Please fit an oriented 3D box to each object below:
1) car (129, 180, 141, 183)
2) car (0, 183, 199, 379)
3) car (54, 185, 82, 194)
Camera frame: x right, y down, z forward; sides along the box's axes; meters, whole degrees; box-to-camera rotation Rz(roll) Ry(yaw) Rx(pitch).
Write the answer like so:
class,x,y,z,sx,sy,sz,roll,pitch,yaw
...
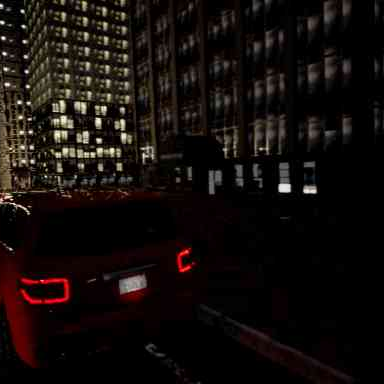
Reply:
class,x,y,z,sx,sy,sz,roll,pitch,yaw
car,-13.451,-1.948,76.181,4.097,1.590,1.967,-4,4,-36
car,-2.146,0.981,5.590,2.150,2.045,5.566,-5,4,-35
car,-22.123,-0.518,59.388,4.403,1.369,2.008,-4,4,-36
